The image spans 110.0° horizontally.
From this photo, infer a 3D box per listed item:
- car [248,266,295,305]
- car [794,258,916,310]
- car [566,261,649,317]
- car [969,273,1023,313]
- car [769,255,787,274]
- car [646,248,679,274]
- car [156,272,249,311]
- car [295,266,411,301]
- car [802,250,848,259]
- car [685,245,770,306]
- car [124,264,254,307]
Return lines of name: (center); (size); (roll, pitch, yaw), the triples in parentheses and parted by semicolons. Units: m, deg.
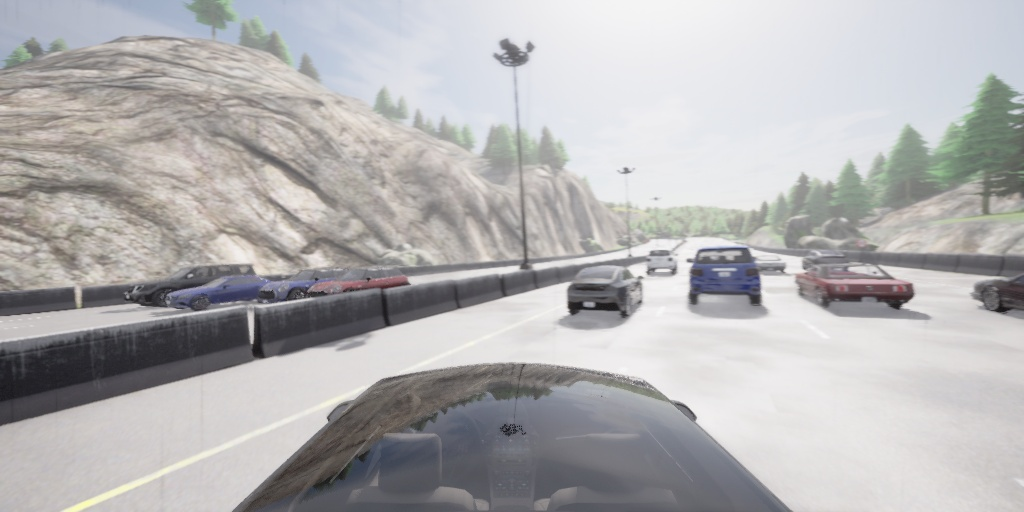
car: (-9.866, 1.403, 17.801); (2.097, 1.767, 4.553); (-2, 0, 28)
car: (11.055, 0.902, 12.035); (1.895, 1.301, 4.718); (-2, 0, 28)
car: (3.325, 1.090, 12.380); (1.837, 1.490, 4.892); (-2, 0, 28)
car: (12.680, 0.805, 7.619); (2.033, 1.411, 5.357); (-2, 0, 28)
car: (18.590, 0.568, 26.336); (1.895, 1.301, 4.718); (-2, 0, 28)
car: (12.563, 0.397, 29.931); (2.150, 2.045, 5.566); (-2, 0, 28)
car: (-13.883, 1.726, 17.673); (1.812, 1.442, 4.674); (-2, 0, 28)
car: (-6.763, 1.295, 16.184); (2.097, 1.767, 4.553); (-2, 0, 28)
car: (22.082, 0.333, 25.466); (2.128, 1.511, 4.902); (-2, 0, 28)
car: (8.005, 0.628, 13.777); (2.150, 2.045, 5.566); (-2, 0, 28)
car: (-16.912, 1.527, 19.448); (2.150, 2.045, 5.566); (-2, 0, 28)
